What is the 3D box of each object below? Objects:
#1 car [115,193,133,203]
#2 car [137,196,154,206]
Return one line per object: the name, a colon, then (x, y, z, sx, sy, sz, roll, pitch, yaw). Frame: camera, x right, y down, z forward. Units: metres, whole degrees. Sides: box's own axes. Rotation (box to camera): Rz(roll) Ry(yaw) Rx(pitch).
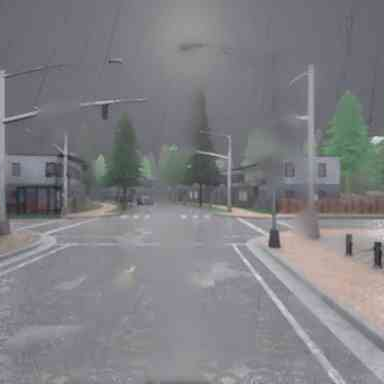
car: (-13.941, 1.232, 67.542, 2.150, 2.045, 5.566, 0, 0, -31)
car: (-7.471, 1.354, 53.386, 2.097, 1.767, 4.553, 0, 0, -18)
